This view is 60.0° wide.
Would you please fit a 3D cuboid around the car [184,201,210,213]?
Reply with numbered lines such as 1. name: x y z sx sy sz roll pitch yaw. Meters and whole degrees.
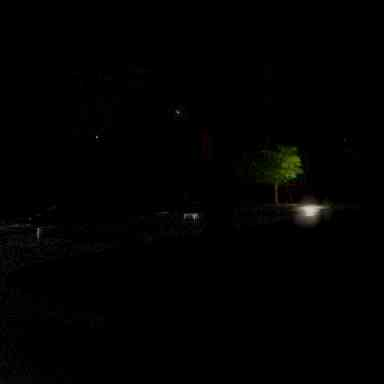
1. car: 0.941 1.940 43.162 1.812 1.442 4.674 -1 -1 36

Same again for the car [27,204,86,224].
1. car: -10.809 1.743 26.873 1.812 1.442 4.674 -1 -1 36
